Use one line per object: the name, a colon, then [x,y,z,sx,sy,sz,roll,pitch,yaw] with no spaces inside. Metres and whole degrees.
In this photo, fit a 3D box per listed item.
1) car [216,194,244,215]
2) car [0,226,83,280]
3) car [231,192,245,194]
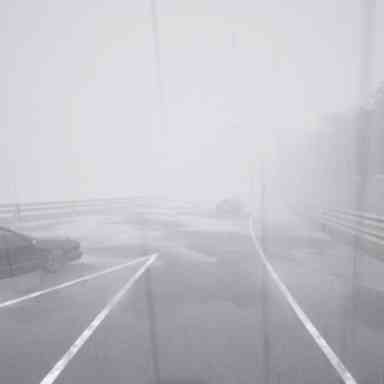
car: [3.318,1.183,28.685,1.994,1.385,4.181,0,1,15]
car: [-5.064,1.427,7.517,2.033,1.411,5.357,1,1,28]
car: [7.445,0.722,57.148,1.882,1.535,5.008,0,1,1]
